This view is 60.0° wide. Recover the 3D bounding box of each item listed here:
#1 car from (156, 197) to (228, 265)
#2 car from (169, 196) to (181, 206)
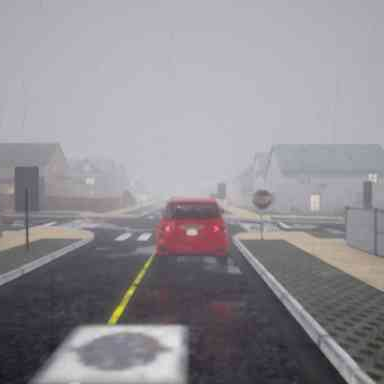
[{"bbox_3d":[0.025,1.214,11.830,2.150,2.045,5.566,0,0,0],"label":"car"},{"bbox_3d":[-2.826,1.495,55.853,1.812,1.442,4.674,0,0,0],"label":"car"}]
